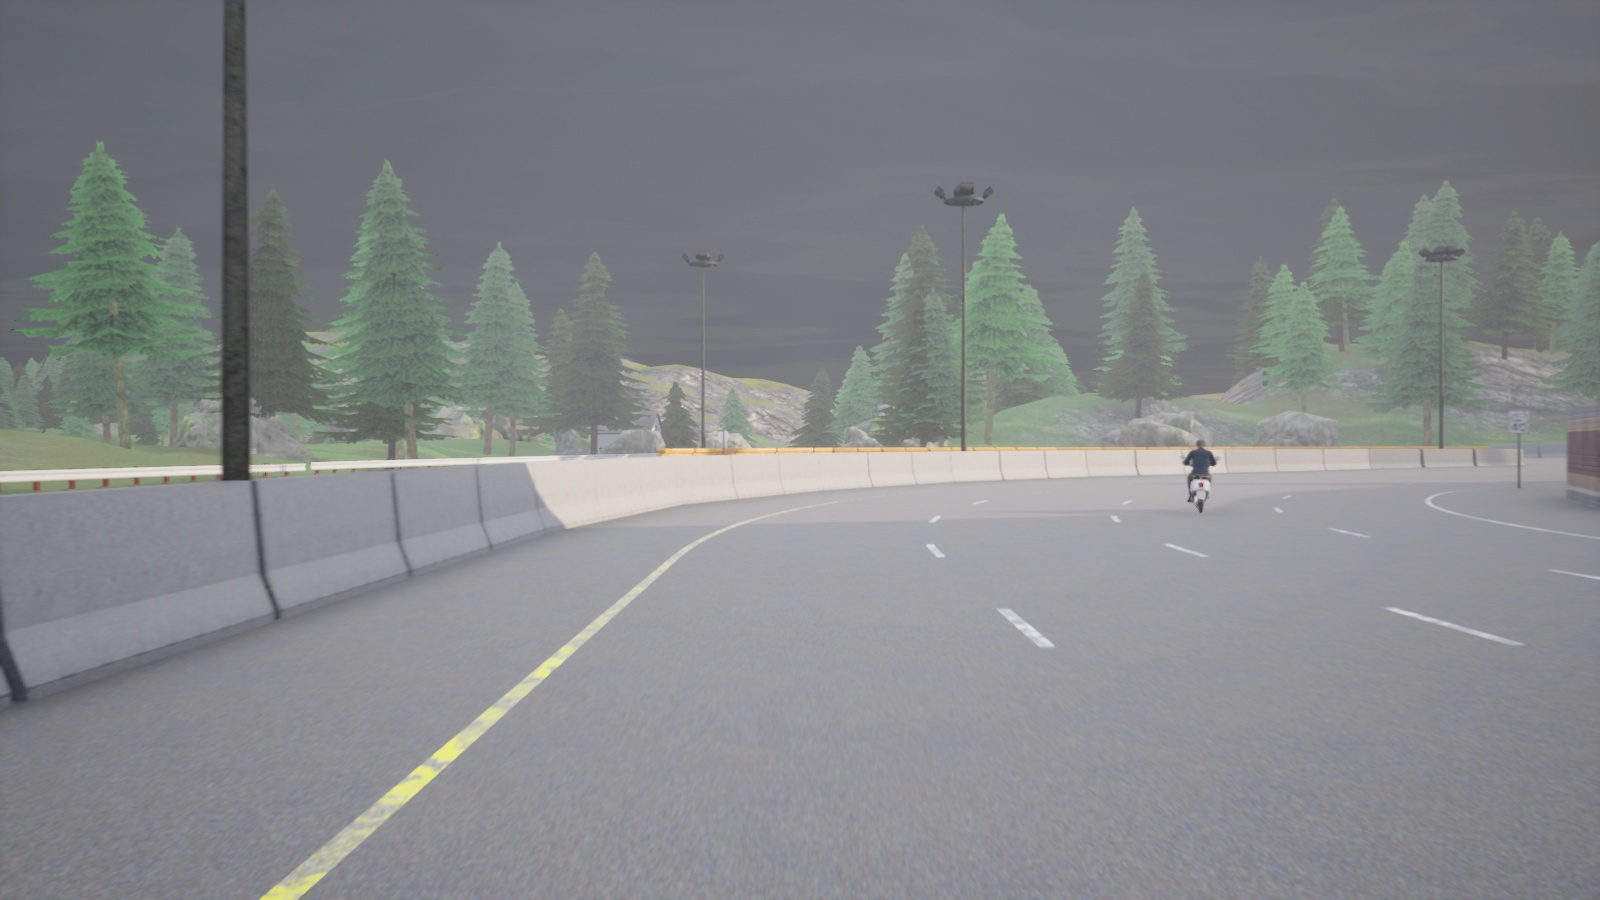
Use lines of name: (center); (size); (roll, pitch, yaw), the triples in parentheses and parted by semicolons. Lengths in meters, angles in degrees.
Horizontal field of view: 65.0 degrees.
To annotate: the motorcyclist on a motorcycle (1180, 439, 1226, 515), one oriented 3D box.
motorcyclist on a motorcycle: (8.849, 0.569, 27.648); (0.866, 1.590, 1.817); (1, 1, 16)
